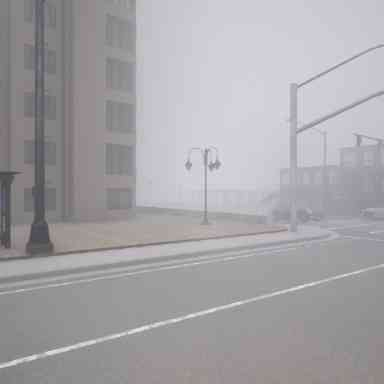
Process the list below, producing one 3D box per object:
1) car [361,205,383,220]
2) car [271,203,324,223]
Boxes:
[{"bbox_3d":[15.839,1.509,26.176,1.812,1.442,4.674,0,-2,-36],"label":"car"},{"bbox_3d":[9.134,1.742,29.112,2.097,1.767,4.553,1,-5,-36],"label":"car"}]
